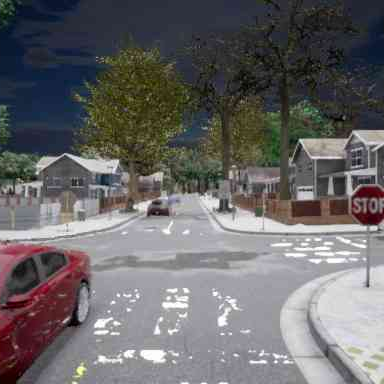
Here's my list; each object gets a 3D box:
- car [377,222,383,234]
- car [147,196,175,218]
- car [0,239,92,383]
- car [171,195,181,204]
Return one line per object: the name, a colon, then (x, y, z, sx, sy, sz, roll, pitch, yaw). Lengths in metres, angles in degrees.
car: (10.292, 1.142, 13.725, 4.902, 1.511, 2.128, -2, 0, 0)
car: (-2.809, 1.384, 29.256, 1.882, 1.535, 5.008, 0, 1, 0)
car: (-2.766, 1.477, 4.171, 1.882, 1.535, 5.008, 0, 0, 0)
car: (-2.858, 1.212, 54.198, 1.812, 1.442, 4.674, 0, 1, 0)
